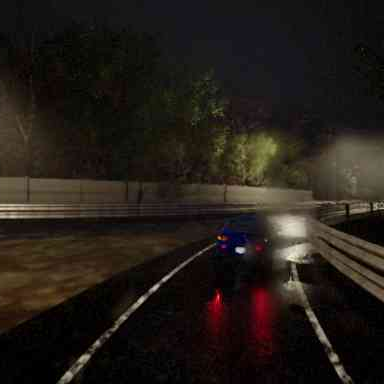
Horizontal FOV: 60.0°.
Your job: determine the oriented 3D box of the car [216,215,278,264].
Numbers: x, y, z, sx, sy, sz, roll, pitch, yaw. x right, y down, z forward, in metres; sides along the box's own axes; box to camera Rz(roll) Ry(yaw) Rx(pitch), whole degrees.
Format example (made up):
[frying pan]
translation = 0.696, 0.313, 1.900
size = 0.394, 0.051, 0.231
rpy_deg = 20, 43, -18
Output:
[car]
translation = 2.094, 1.575, 12.128
size = 1.812, 1.442, 4.674
rpy_deg = 1, 0, 16
